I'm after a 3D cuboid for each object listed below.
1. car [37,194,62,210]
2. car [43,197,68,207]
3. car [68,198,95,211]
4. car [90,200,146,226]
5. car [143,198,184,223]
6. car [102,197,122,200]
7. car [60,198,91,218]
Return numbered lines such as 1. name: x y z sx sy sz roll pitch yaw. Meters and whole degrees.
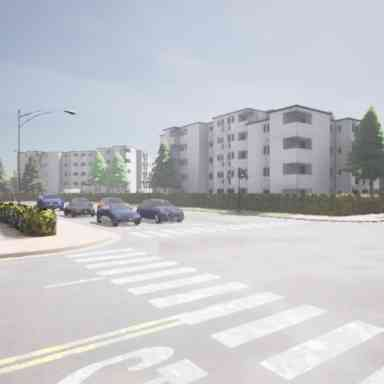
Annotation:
1. car: -16.957 1.216 39.723 2.150 2.045 5.566 0 0 -35
2. car: -20.956 1.487 50.937 2.128 1.511 4.902 0 0 -39
3. car: -13.709 1.501 41.165 1.837 1.490 4.892 0 0 -36
4. car: -5.293 1.523 23.422 1.812 1.442 4.674 0 0 -36
5. car: -2.503 1.348 25.541 2.097 1.767 4.553 0 0 -36
6. car: -7.687 1.348 32.780 2.097 1.767 4.553 0 0 -36
7. car: -10.367 1.561 30.529 1.994 1.385 4.181 0 0 -35
